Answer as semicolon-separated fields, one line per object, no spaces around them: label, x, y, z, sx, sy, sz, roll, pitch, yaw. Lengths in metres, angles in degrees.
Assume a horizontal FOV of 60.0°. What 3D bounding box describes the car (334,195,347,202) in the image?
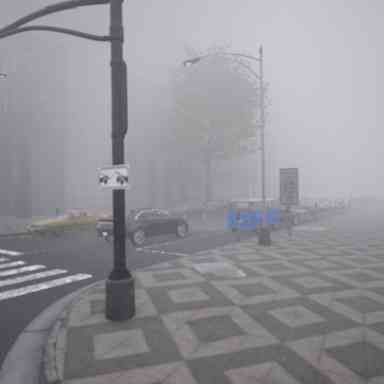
car;33.200;1.488;74.296;1.887;1.381;4.507;-1;-1;36

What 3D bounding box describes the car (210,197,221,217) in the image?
car;2.663;1.368;31.788;2.192;1.841;5.009;-1;-1;36

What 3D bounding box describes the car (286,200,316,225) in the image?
car;6.638;1.453;22.705;1.947;1.339;4.313;-1;-1;36

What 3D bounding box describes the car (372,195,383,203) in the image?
car;35.060;1.346;62.275;1.947;1.339;4.313;-1;-1;36

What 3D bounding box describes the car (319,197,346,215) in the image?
car;12.955;1.442;31.499;1.802;1.307;4.206;-1;-1;36

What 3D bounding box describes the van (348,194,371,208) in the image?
van;22.424;1.164;44.690;1.690;1.788;3.998;-1;-1;36

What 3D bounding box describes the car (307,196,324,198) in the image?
car;16.061;1.443;40.467;2.033;1.411;5.357;-1;-1;36

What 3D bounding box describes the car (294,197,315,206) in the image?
car;18.094;1.559;53.264;1.947;1.339;4.313;-1;-1;36

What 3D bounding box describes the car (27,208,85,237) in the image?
car;-6.696;1.622;18.763;1.752;1.417;4.829;-1;-1;36

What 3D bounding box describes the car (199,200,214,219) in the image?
car;-0.419;1.612;27.490;1.887;1.381;4.507;-1;-1;36

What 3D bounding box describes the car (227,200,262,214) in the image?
car;5.752;1.591;36.082;2.008;1.369;4.403;-1;-1;36

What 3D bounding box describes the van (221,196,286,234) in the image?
van;3.477;1.242;18.311;1.690;1.788;3.998;-1;-1;36

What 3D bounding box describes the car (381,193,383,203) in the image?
car;32.001;1.315;58.017;1.752;1.417;4.829;-1;-1;36

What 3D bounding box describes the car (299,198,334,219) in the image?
car;9.796;1.418;27.102;1.887;1.381;4.507;-1;-1;36

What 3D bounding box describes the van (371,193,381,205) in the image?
van;28.741;1.142;53.484;1.690;1.788;3.998;-1;-1;36

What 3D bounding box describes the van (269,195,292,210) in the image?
van;11.920;1.357;44.675;1.690;1.788;3.998;-1;-1;36

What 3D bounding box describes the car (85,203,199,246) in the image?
car;-2.076;1.467;15.313;2.128;1.511;4.902;-1;-1;36

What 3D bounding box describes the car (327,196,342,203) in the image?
car;30.024;1.504;69.874;2.008;1.369;4.403;-1;-1;36

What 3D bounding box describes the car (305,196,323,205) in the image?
car;21.080;1.508;57.423;1.752;1.417;4.829;-1;-1;36

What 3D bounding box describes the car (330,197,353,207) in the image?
car;21.862;1.423;48.638;2.033;1.411;5.357;-1;-1;36

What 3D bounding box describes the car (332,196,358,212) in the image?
car;16.112;1.398;35.895;2.008;1.369;4.403;-1;-1;36

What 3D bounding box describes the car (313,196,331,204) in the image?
car;24.265;1.522;61.856;2.008;1.369;4.403;-1;-1;36

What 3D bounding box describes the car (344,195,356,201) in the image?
car;39.553;1.476;83.140;2.008;1.369;4.403;-1;-1;36
